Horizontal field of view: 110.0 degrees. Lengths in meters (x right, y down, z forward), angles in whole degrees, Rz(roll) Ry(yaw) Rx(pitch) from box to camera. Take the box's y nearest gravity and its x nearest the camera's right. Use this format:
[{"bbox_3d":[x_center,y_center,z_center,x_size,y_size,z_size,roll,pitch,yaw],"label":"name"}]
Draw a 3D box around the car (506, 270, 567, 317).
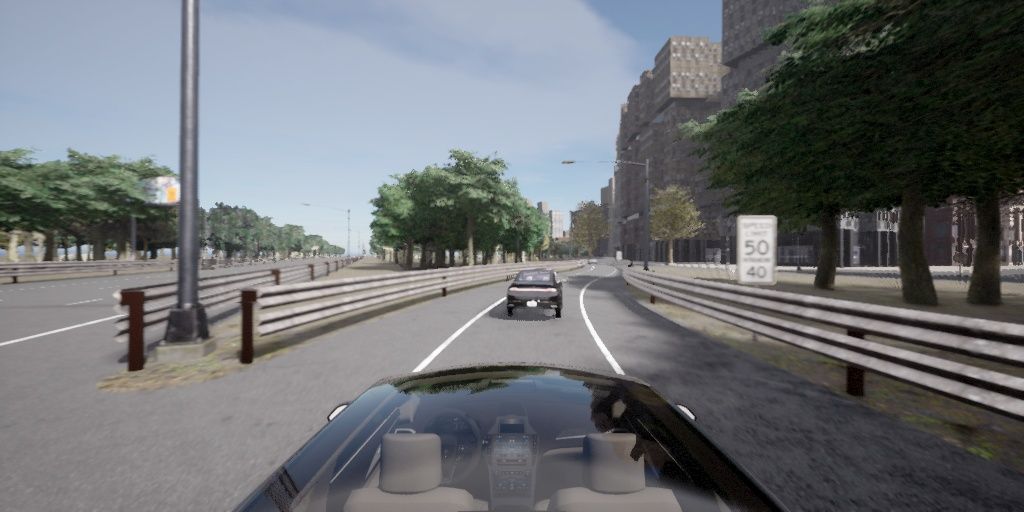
[{"bbox_3d":[0.976,1.248,13.349,2.128,1.511,4.902,0,0,9],"label":"car"}]
